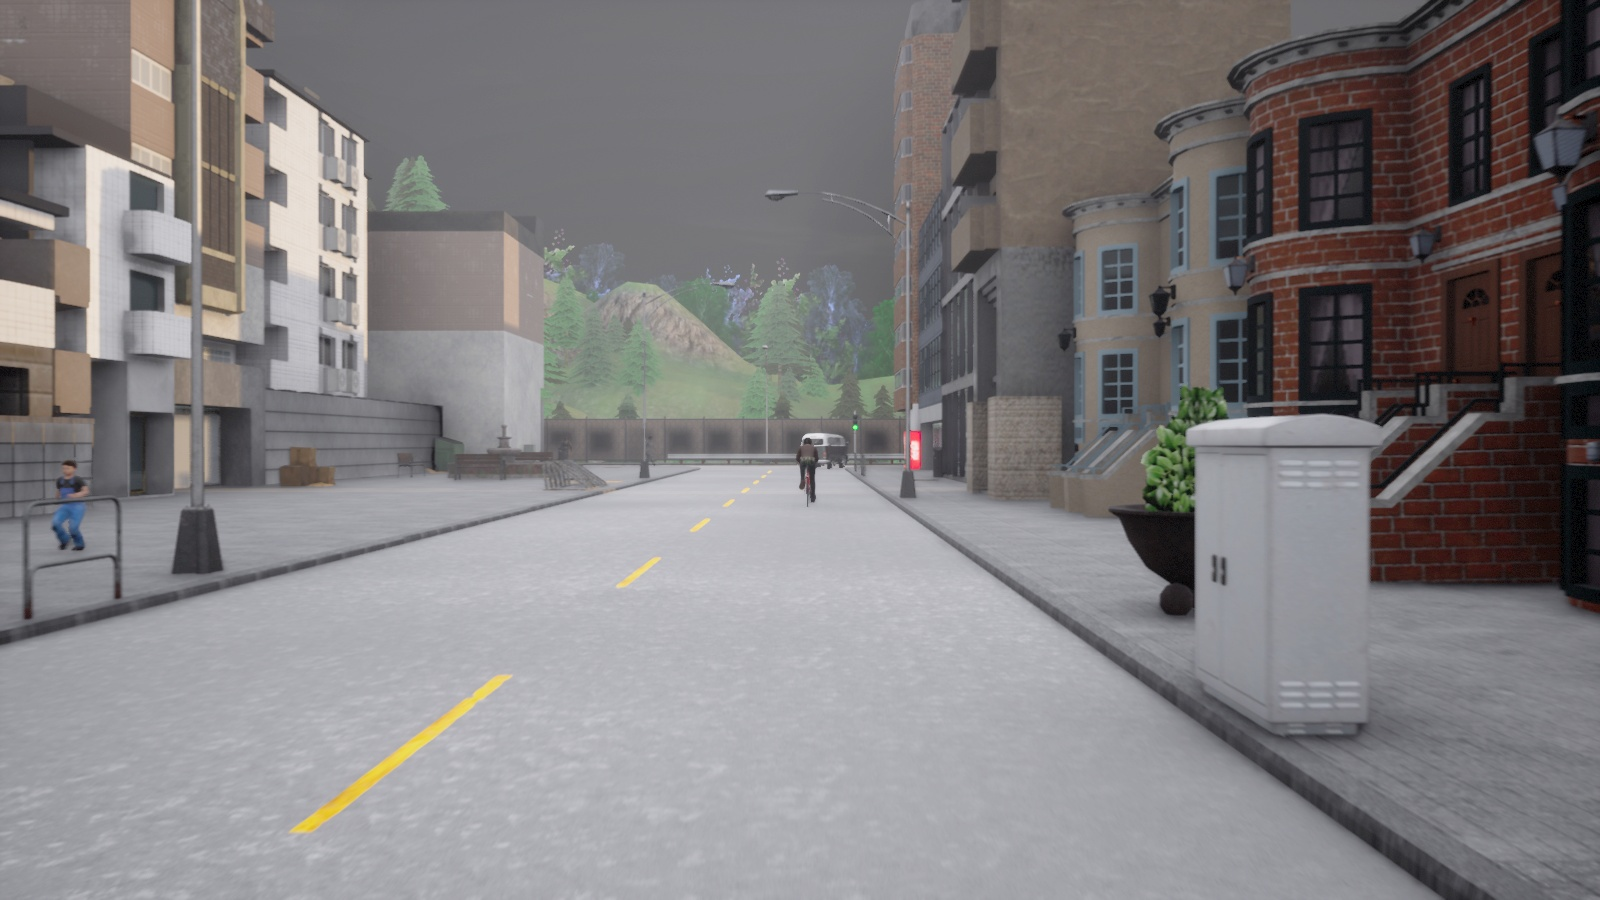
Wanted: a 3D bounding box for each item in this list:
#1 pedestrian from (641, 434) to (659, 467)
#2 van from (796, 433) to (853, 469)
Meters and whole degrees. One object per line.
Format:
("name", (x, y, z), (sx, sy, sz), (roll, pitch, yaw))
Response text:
("pedestrian", (-8.794, 0.027, 73.639), (0.873, 1.952, 0.659), (0, 0, 30))
("van", (1.463, 0.061, 72.781), (2.069, 2.038, 4.480), (-1, 0, 19))
